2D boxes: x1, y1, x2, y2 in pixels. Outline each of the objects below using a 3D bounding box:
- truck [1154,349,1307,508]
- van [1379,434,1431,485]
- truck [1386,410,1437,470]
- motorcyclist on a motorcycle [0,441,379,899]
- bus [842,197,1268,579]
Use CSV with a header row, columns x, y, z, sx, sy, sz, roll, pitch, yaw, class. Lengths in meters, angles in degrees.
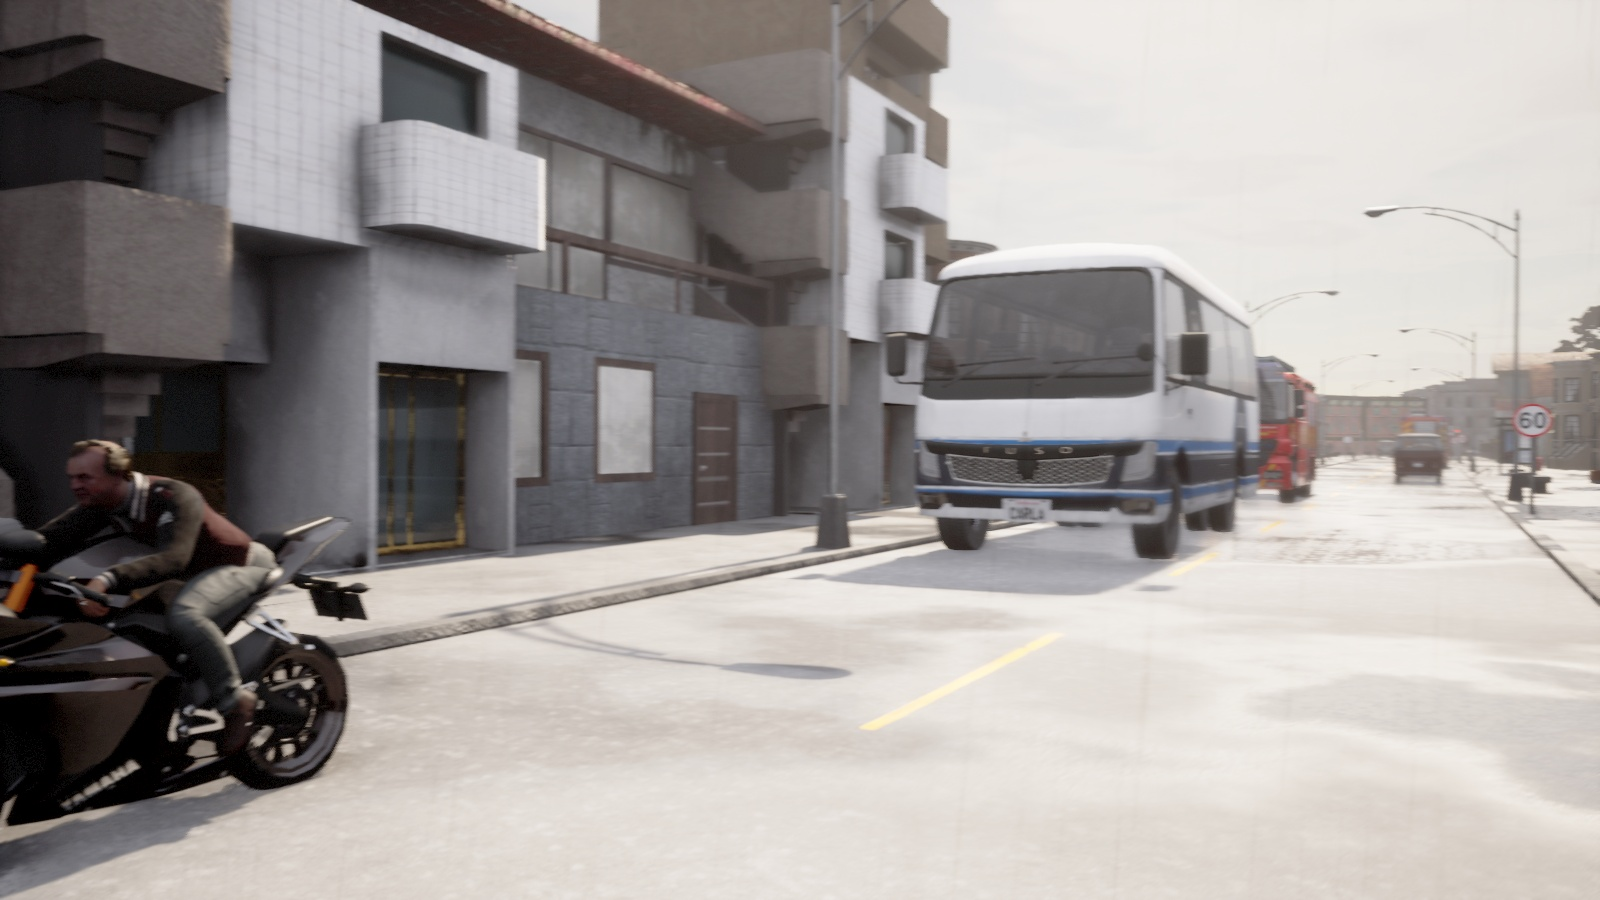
x,y,z,sx,sy,sz,roll,pitch,yaw,class
12.060,-0.547,34.627,2.891,3.827,8.468,1,0,26,truck
24.453,0.354,50.722,1.775,1.987,4.442,1,0,26,van
41.190,-0.658,84.554,2.891,3.827,8.468,1,0,26,truck
-2.667,0.737,4.590,0.866,1.530,2.191,1,0,25,motorcyclist on a motorcycle
4.583,-0.717,19.436,3.944,4.253,10.273,1,0,26,bus
